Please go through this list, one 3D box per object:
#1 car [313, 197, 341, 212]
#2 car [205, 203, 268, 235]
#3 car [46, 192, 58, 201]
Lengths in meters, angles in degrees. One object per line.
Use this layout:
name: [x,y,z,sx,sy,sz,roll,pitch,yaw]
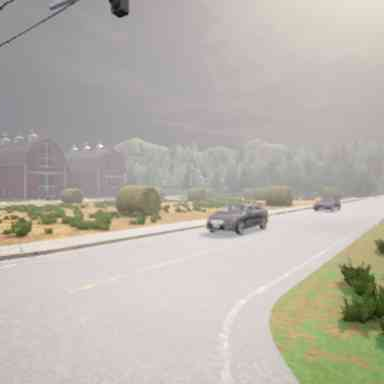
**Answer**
car: [14.253,1.263,34.880,2.033,1.411,5.357,0,0,35]
car: [2.569,1.366,18.205,2.128,1.511,4.902,0,0,35]
car: [-32.456,1.044,77.327,1.905,1.878,3.866,5,1,-11]
